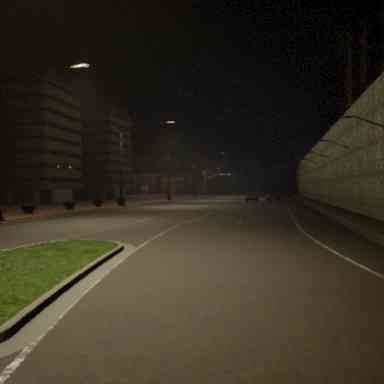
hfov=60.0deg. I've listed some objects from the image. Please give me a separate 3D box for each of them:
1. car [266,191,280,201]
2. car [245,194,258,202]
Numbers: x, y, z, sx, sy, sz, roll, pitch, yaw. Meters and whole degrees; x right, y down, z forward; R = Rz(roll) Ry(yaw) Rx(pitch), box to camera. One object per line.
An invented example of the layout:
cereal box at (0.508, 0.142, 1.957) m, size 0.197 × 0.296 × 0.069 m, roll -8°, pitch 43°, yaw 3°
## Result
car at (13.578, 0.603, 55.706) m, size 2.097 × 1.767 × 4.553 m, roll -1°, pitch 1°, yaw 14°
car at (10.005, 0.902, 55.844) m, size 1.895 × 1.301 × 4.718 m, roll -1°, pitch 1°, yaw 14°
